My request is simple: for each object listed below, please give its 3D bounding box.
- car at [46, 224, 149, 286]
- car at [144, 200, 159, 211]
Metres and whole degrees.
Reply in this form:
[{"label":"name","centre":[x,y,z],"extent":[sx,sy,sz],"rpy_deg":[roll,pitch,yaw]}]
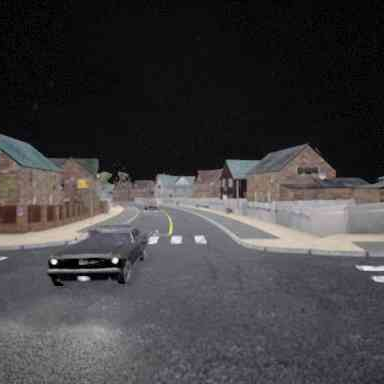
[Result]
[{"label":"car","centre":[-2.507,1.697,9.950],"extent":[1.895,1.301,4.718],"rpy_deg":[-1,0,0]},{"label":"car","centre":[-6.039,1.943,49.267],"extent":[1.837,1.490,4.892],"rpy_deg":[0,0,-10]}]
